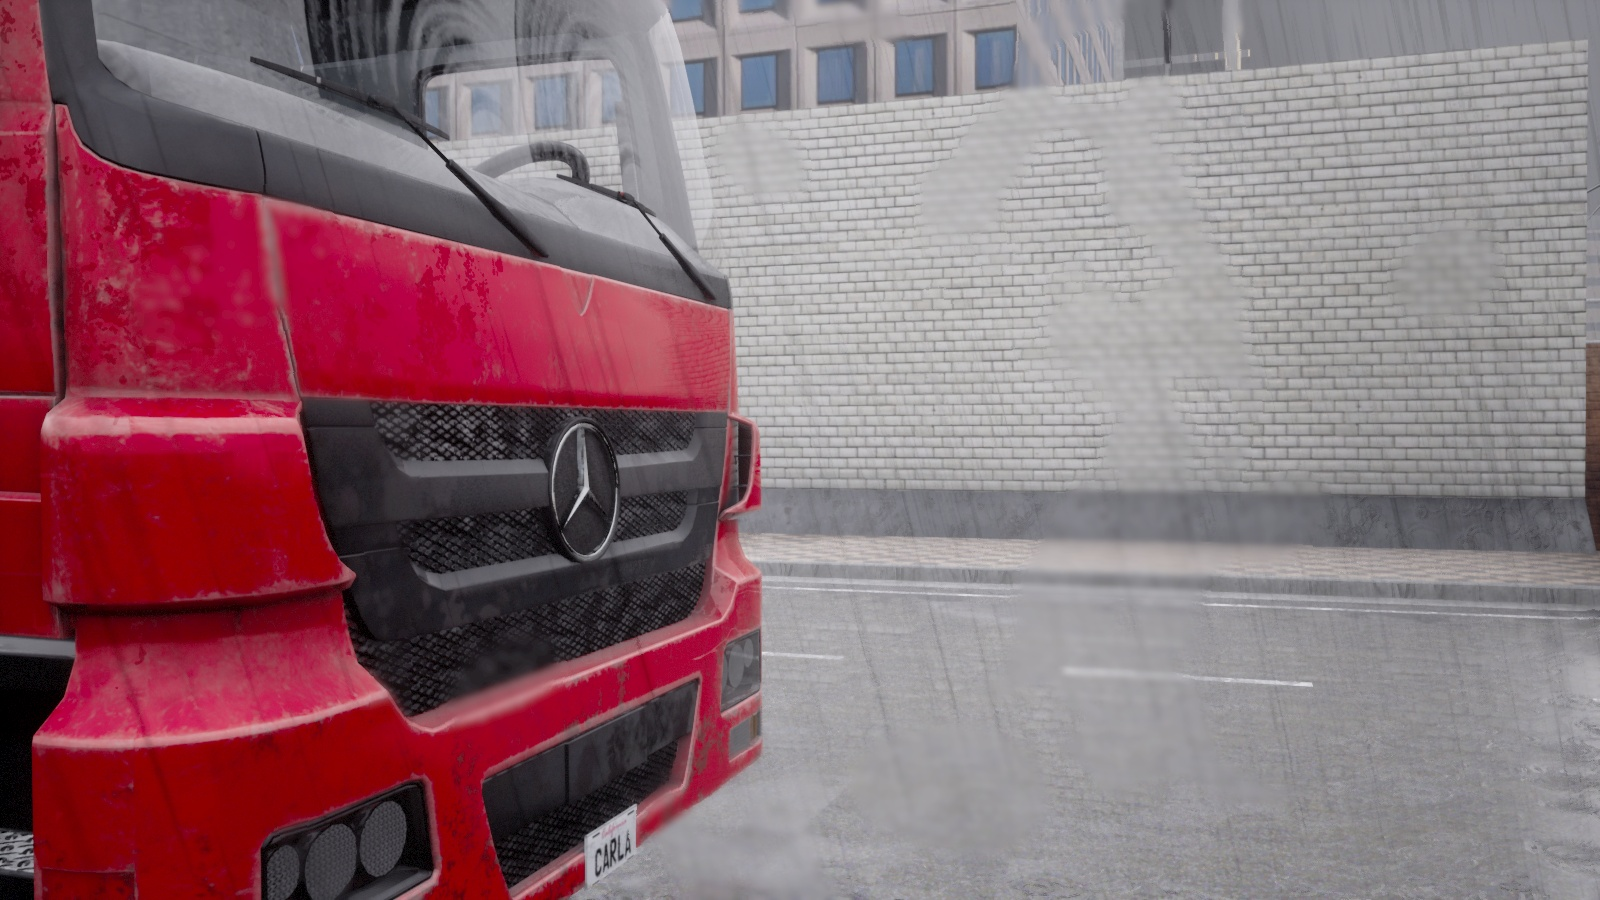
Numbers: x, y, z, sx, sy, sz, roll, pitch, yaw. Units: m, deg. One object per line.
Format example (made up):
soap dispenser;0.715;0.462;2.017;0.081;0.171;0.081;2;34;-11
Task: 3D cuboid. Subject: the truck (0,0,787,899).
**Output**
truck;-4.275;-0.245;4.614;7.936;3.462;2.891;0;1;19
